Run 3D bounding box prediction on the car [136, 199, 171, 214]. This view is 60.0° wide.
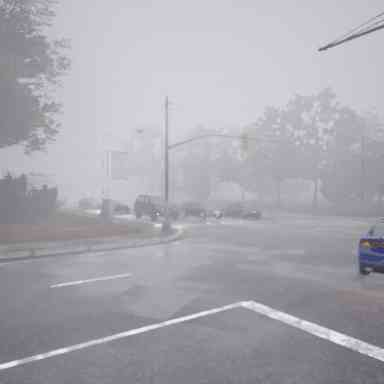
[{"bbox_3d":[-4.308,1.550,36.606,1.837,1.490,4.892,0,0,-32],"label":"car"}]

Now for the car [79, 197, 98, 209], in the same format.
[{"bbox_3d":[-13.834,1.490,44.858,2.128,1.511,4.902,0,0,-34],"label":"car"}]

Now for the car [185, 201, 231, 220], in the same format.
[{"bbox_3d":[0.747,1.543,28.663,2.128,1.511,4.902,0,0,-33],"label":"car"}]

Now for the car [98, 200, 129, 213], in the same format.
[{"bbox_3d":[-8.387,1.632,36.490,1.895,1.301,4.718,0,0,-33],"label":"car"}]

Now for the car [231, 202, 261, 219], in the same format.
[{"bbox_3d":[4.250,1.625,29.834,1.994,1.385,4.181,0,0,-31],"label":"car"}]

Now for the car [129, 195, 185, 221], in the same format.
[{"bbox_3d":[-3.122,1.262,28.264,2.150,2.045,5.566,0,0,-31],"label":"car"}]

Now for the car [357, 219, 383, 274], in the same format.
[{"bbox_3d":[6.354,1.510,9.911,1.882,1.535,5.008,1,1,37],"label":"car"}]
